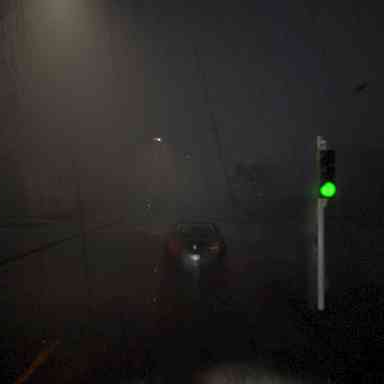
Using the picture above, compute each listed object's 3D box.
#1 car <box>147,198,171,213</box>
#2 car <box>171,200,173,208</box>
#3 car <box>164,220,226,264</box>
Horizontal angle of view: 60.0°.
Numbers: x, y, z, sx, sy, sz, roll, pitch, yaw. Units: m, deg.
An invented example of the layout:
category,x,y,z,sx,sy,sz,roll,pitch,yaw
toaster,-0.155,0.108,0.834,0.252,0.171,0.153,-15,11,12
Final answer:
category,x,y,z,sx,sy,sz,roll,pitch,yaw
car,-4.073,1.580,39.820,2.097,1.767,4.553,0,0,0
car,-4.042,1.810,53.141,1.837,1.490,4.892,0,-1,0
car,0.095,1.671,12.111,1.895,1.301,4.718,0,0,0
